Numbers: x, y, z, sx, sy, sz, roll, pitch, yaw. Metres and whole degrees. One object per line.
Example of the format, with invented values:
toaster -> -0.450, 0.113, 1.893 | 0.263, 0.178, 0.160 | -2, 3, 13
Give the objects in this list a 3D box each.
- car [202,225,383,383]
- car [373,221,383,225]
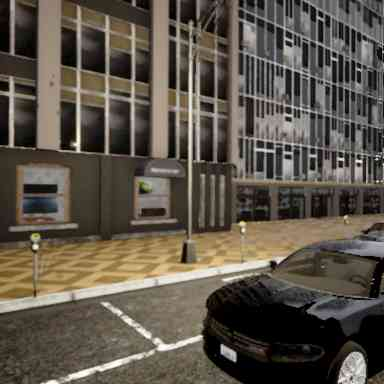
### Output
car -> 2.434, 1.522, 5.114 | 5.008, 1.535, 1.882 | 1, 0, -35
car -> 7.238, 1.680, 11.726 | 4.313, 1.339, 1.947 | 1, 0, -36
